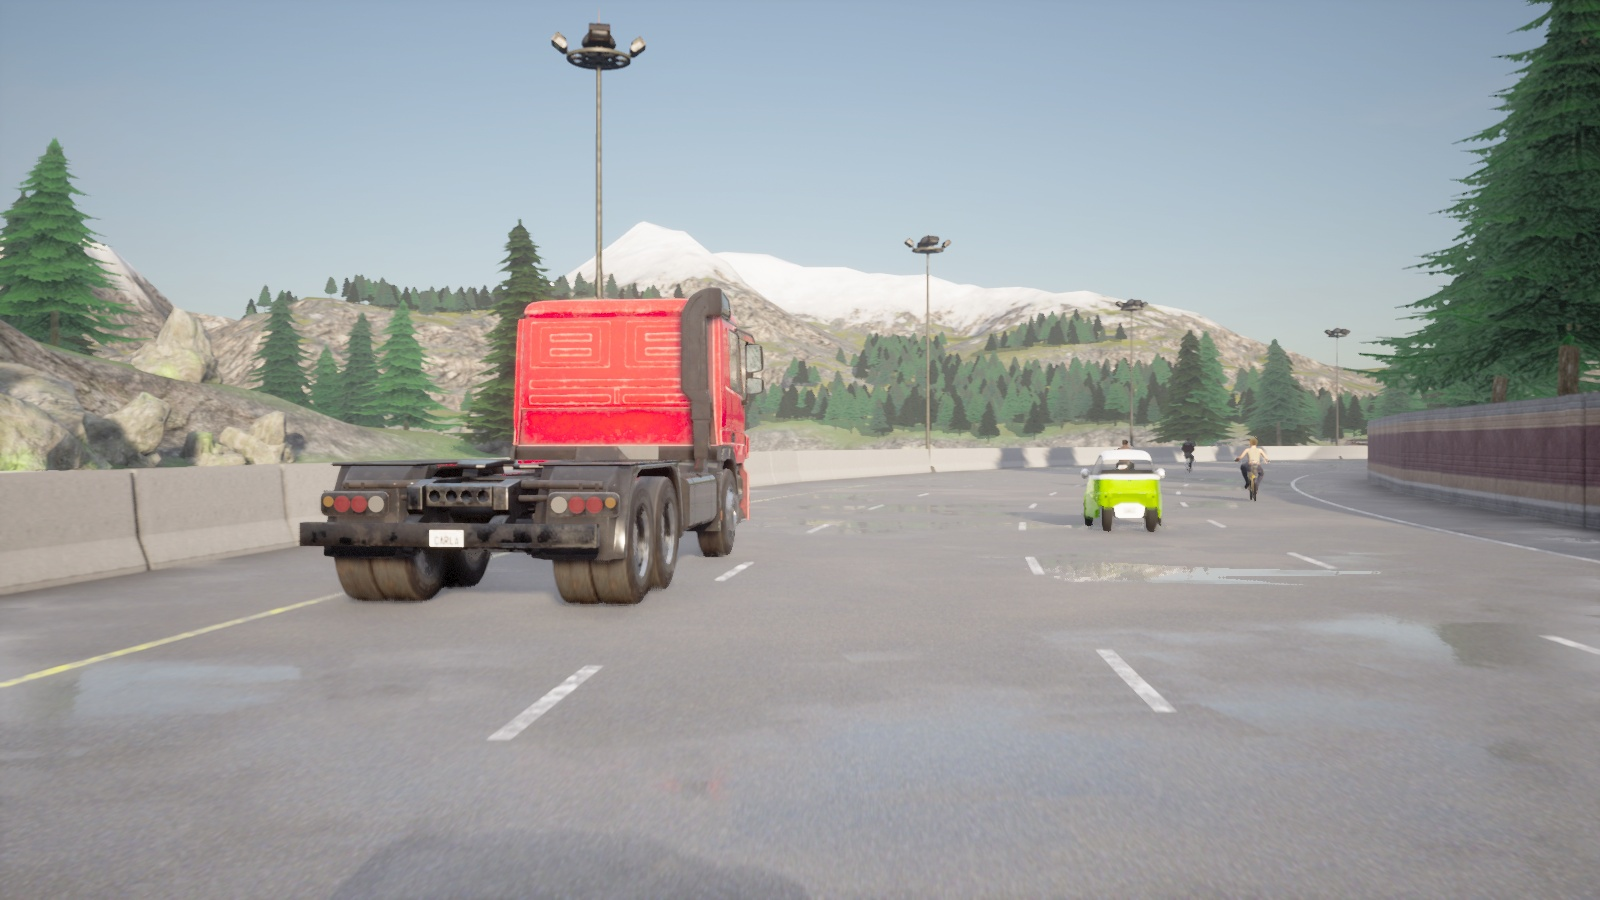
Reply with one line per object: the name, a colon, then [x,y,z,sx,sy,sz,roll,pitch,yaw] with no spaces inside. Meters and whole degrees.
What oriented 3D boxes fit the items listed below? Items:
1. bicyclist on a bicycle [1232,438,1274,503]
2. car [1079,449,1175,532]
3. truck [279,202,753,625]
bicyclist on a bicycle: [11.637,0.513,32.286,0.866,1.612,1.509,0,0,15]
car: [5.732,0.683,22.180,1.481,1.376,2.207,0,0,11]
truck: [-2.529,-0.319,14.371,2.891,3.462,7.936,0,0,6]
